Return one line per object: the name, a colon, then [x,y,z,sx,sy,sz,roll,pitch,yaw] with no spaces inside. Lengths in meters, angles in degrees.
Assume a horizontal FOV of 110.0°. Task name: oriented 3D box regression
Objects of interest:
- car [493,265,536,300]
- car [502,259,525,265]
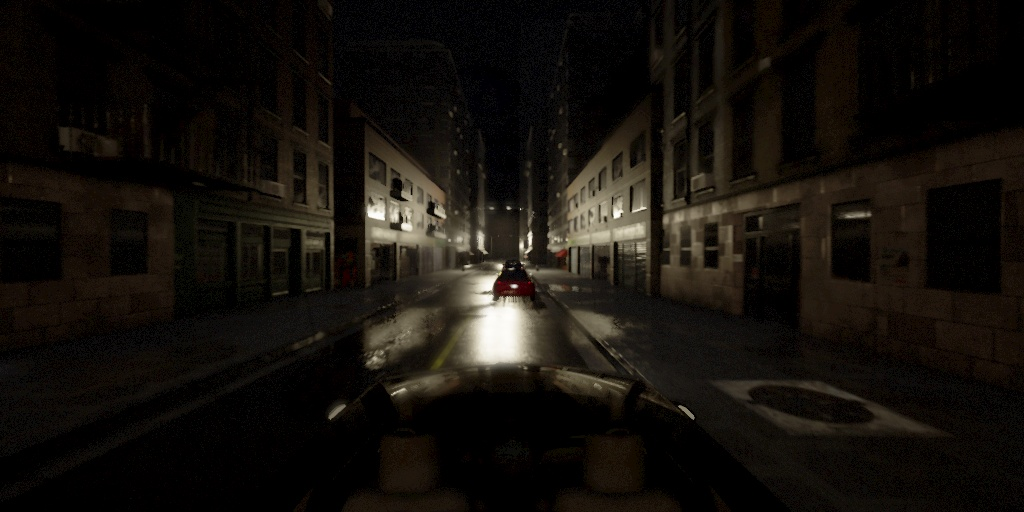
car: [0.104,1.311,17.775,1.994,1.385,4.181,0,0,0]
car: [0.108,1.102,33.754,2.097,1.767,4.553,0,0,0]
